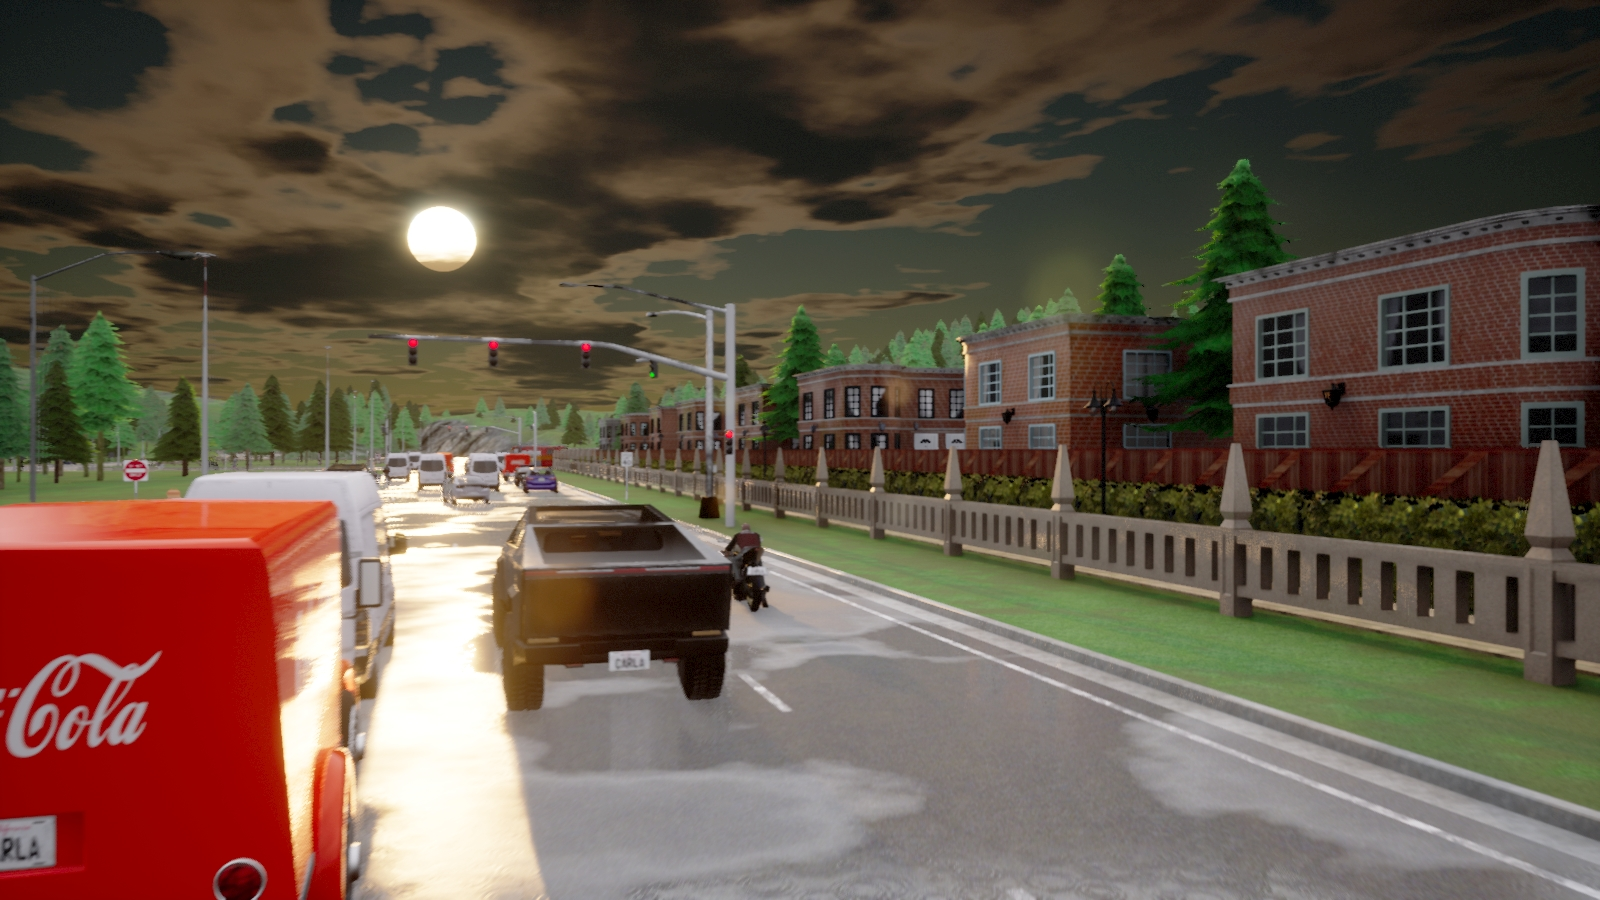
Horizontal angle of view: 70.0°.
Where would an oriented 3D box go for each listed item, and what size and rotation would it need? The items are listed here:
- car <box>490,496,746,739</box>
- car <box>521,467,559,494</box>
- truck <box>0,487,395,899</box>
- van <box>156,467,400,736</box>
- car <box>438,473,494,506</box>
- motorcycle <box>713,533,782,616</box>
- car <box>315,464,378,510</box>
[{"bbox_3d":[-2.595,1.760,14.437,2.390,2.098,6.274,0,0,-17],"label":"car"},{"bbox_3d":[-17.448,1.997,76.528,2.242,1.667,4.611,0,0,-17],"label":"car"},{"bbox_3d":[-4.117,1.574,7.304,2.627,2.467,5.204,0,0,-17],"label":"truck"},{"bbox_3d":[-6.229,1.540,14.364,1.988,2.561,5.915,0,0,-17],"label":"van"},{"bbox_3d":[-17.779,2.057,60.721,2.097,1.535,5.006,0,0,-25],"label":"car"},{"bbox_3d":[-0.975,2.214,20.682,0.867,1.251,2.209,0,0,-13],"label":"motorcycle"},{"bbox_3d":[-22.748,1.774,57.550,2.390,2.098,6.274,0,0,-17],"label":"car"}]
